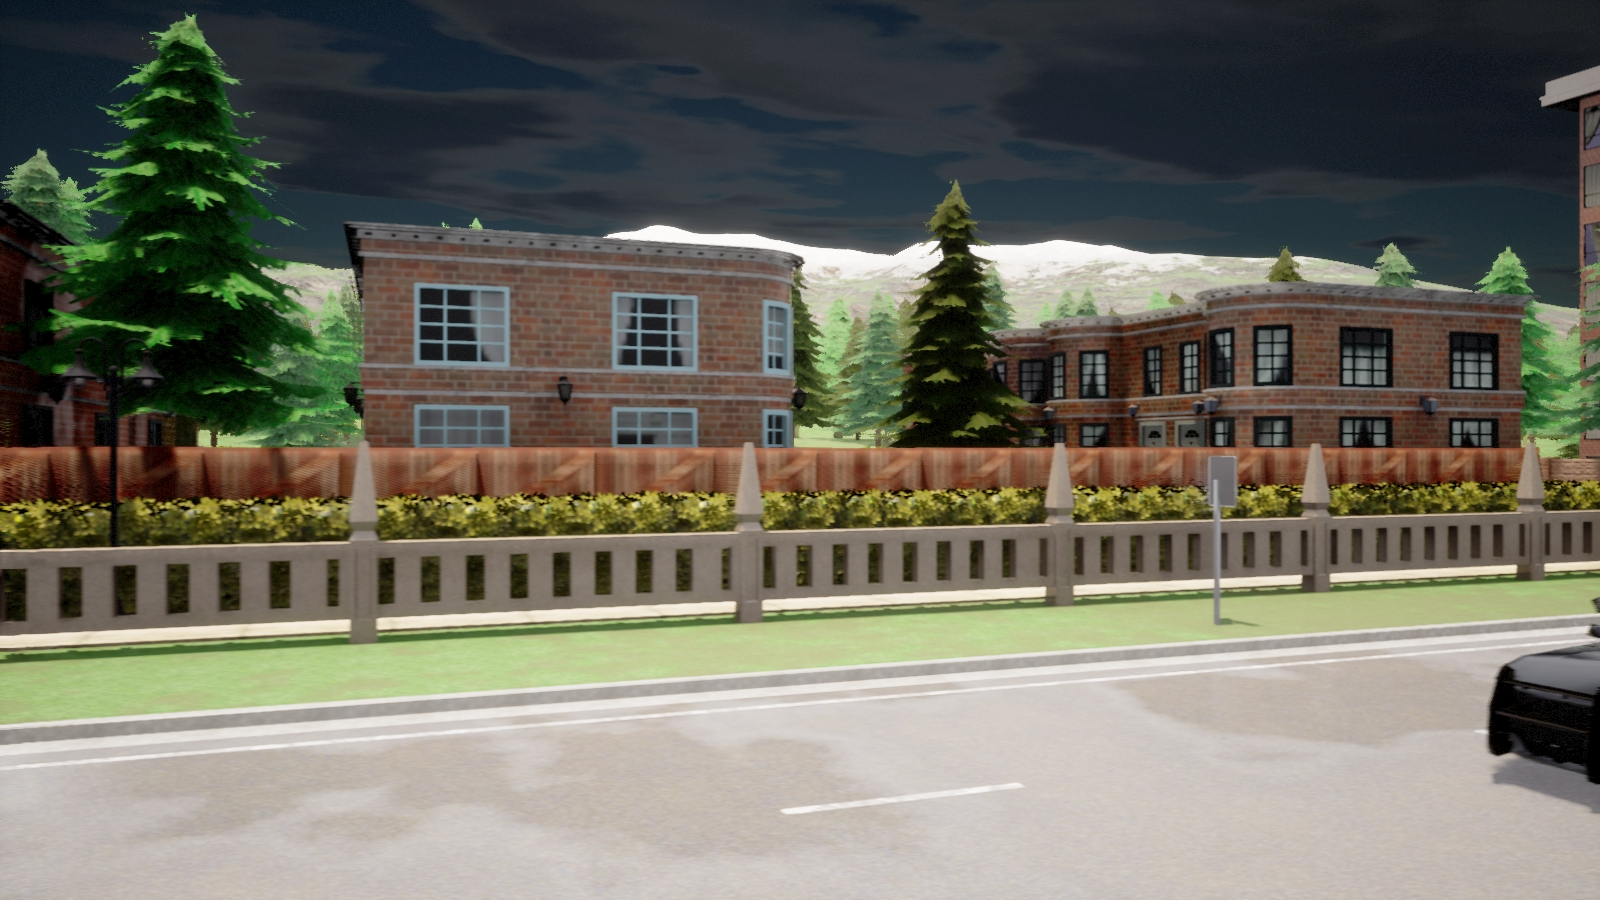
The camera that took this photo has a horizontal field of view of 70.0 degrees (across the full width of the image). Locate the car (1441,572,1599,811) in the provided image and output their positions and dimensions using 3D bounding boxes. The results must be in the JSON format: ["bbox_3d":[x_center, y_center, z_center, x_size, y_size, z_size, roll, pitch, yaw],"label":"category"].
[{"bbox_3d":[8.561,1.982,10.139,5.238,1.638,2.097,0,0,-20],"label":"car"}]
